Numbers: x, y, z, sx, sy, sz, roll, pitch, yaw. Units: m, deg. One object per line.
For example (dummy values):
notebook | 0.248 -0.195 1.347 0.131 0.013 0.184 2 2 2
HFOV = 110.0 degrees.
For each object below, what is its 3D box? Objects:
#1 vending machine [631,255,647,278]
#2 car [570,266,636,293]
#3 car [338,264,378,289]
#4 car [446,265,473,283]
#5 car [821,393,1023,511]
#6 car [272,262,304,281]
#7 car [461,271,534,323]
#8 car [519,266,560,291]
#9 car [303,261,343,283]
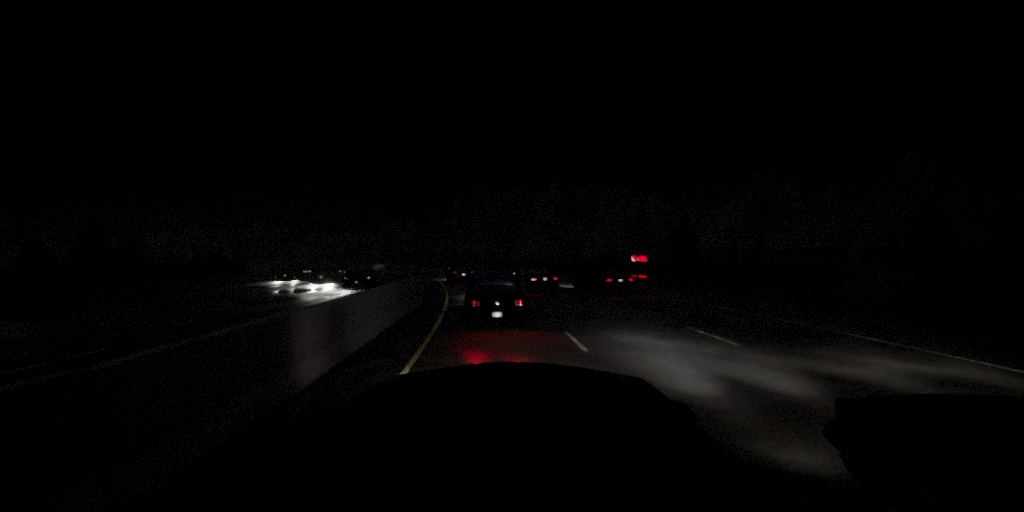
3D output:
vending machine | 10.907 0.931 30.827 1.100 2.100 0.880 0 0 -15
car | 5.105 1.301 20.859 2.033 1.411 5.357 0 0 -11
car | -10.392 1.386 24.800 1.812 1.442 4.674 0 0 -15
car | -4.267 1.397 29.439 1.994 1.385 4.181 0 0 -16
car | 3.485 1.335 0.786 1.895 1.301 4.718 0 0 0
car | -20.578 1.536 33.100 1.994 1.385 4.181 0 0 -23
car | -0.672 1.371 12.344 1.895 1.301 4.718 0 0 -7
car | 1.291 1.326 22.105 2.033 1.411 5.357 0 0 -12
car | -15.833 1.413 30.473 2.128 1.511 4.902 0 0 -20
